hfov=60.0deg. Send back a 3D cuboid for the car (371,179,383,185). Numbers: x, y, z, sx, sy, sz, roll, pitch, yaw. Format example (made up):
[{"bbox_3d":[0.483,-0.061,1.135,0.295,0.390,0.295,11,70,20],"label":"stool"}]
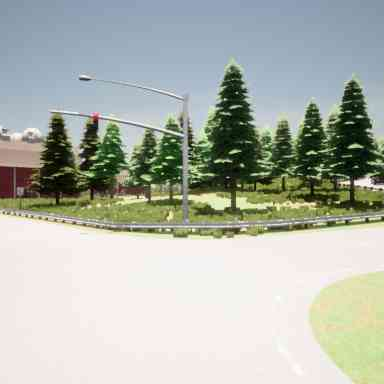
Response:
[{"bbox_3d":[29.010,-1.912,51.528,1.837,1.490,4.892,0,5,21],"label":"car"}]
